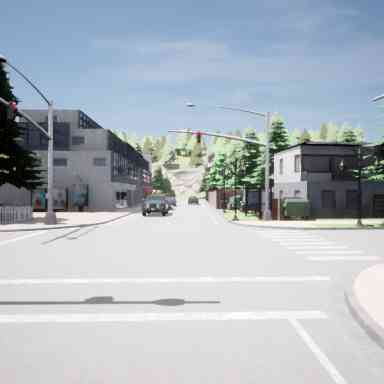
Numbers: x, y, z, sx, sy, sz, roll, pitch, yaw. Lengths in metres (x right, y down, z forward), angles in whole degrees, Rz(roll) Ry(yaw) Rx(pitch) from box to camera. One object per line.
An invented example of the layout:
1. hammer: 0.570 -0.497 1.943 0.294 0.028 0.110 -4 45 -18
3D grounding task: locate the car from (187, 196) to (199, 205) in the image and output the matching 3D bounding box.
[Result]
1. car: 0.251 1.505 59.507 1.837 1.490 4.892 0 0 0

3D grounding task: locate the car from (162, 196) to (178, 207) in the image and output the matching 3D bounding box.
1. car: -3.448 1.492 52.972 2.128 1.511 4.902 0 0 0

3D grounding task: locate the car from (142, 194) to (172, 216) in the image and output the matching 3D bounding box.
1. car: -3.519 1.221 32.654 2.150 2.045 5.566 0 0 0

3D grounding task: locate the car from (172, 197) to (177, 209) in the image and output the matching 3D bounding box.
1. car: -3.491 1.492 42.704 2.128 1.511 4.902 0 0 0
